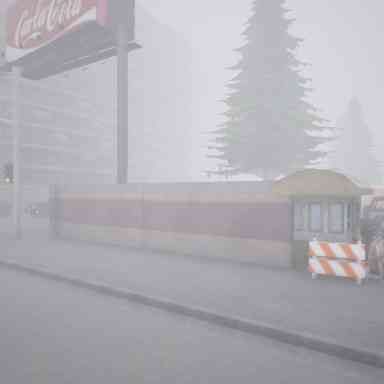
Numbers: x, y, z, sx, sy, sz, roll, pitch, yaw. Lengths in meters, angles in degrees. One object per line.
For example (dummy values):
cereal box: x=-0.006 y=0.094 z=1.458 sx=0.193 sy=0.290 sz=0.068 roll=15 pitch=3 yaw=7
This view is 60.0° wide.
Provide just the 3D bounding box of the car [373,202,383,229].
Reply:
car: x=12.661 y=1.338 z=18.653 sx=4.193 sy=1.474 sz=1.816 roll=0 pitch=0 yaw=35

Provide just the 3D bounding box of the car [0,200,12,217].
car: x=-17.706 y=1.505 z=29.452 sx=1.837 sy=1.490 sz=4.892 roll=0 pitch=0 yaw=35

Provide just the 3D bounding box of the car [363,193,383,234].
car: x=10.719 y=1.149 z=16.598 sx=3.866 sy=1.878 sz=1.905 roll=0 pitch=0 yaw=35

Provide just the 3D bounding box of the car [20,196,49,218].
car: x=-12.424 y=1.222 z=30.857 sx=2.150 sy=2.045 sz=5.566 roll=0 pitch=0 yaw=35
